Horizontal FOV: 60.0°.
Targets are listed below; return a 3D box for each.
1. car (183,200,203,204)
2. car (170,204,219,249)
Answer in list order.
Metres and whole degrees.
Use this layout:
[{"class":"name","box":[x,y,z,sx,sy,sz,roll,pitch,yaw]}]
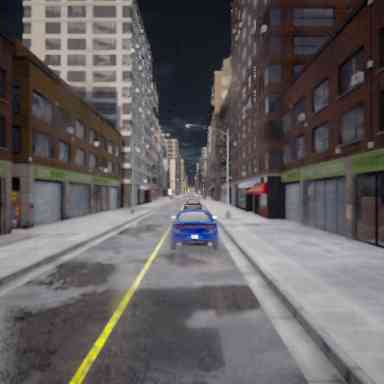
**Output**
[{"class":"car","box":[0.106,1.528,34.361,2.128,1.511,4.902,0,0,0]},{"class":"car","box":[0.103,1.490,14.668,1.882,1.535,5.008,0,0,0]}]
